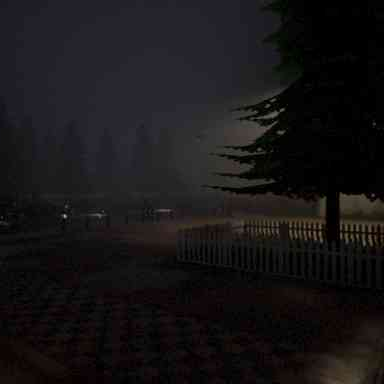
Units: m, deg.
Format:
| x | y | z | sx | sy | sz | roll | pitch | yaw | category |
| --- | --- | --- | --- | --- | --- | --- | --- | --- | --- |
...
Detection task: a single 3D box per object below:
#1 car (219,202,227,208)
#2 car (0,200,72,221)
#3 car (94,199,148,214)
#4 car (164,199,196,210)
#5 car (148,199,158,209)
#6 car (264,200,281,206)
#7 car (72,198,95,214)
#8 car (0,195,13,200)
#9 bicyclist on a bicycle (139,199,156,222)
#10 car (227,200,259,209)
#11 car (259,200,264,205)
| x | y | z | sx | sy | sz | roll | pitch | yaw | category |
| --- | --- | --- | --- | --- | --- | --- | --- | --- | --- |
| 5.841 | 1.587 | 49.637 | 1.837 | 1.490 | 4.892 | 0 | 0 | 36 | car |
| -13.574 | 1.642 | 28.760 | 2.033 | 1.411 | 5.357 | 0 | 0 | 35 | car |
| -7.730 | 1.642 | 36.957 | 2.033 | 1.411 | 5.357 | 0 | 0 | 35 | car |
| -1.562 | 1.642 | 45.586 | 2.033 | 1.411 | 5.357 | 0 | 0 | 36 | car |
| -6.517 | 1.632 | 44.682 | 1.812 | 1.442 | 4.674 | 0 | 0 | 36 | car |
| 14.585 | 1.617 | 55.876 | 2.033 | 1.411 | 5.357 | 0 | 0 | 36 | car |
| -12.462 | 1.459 | 36.348 | 2.097 | 1.767 | 4.553 | 0 | 0 | 36 | car |
| -18.062 | 1.329 | 28.494 | 2.150 | 2.045 | 5.566 | 0 | 0 | 35 | car |
| -3.270 | 1.359 | 24.294 | 1.656 | 1.620 | 0.582 | 0 | 0 | 35 | bicyclist on a bicycle |
| 7.011 | 1.596 | 45.266 | 1.812 | 1.442 | 4.674 | 0 | 0 | 35 | car |
| 11.013 | 1.646 | 56.891 | 1.994 | 1.385 | 4.181 | 0 | 0 | 35 | car |
